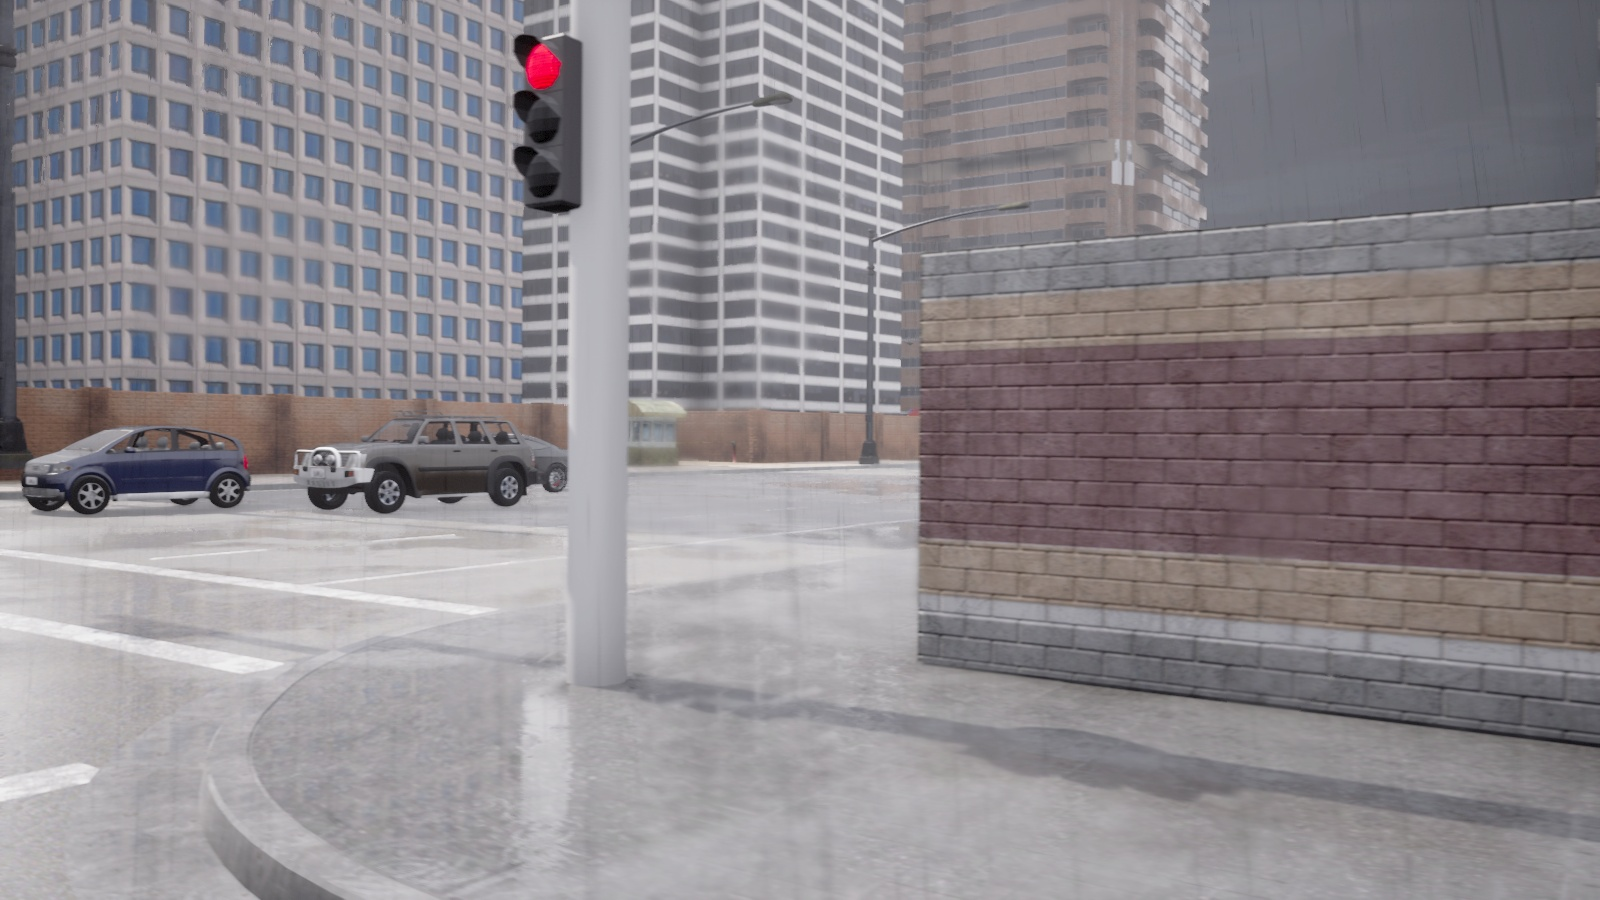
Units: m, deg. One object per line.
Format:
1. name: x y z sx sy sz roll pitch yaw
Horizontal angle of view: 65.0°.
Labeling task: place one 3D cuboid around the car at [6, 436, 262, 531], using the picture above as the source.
1. car: -12.051 0.545 22.933 1.789 1.549 3.705 0 1 34

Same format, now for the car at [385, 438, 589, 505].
1. car: -7.336 0.454 29.910 1.812 1.442 4.674 0 1 34

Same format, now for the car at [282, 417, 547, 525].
1. car: -7.184 0.320 23.894 1.932 1.855 4.605 0 1 34
